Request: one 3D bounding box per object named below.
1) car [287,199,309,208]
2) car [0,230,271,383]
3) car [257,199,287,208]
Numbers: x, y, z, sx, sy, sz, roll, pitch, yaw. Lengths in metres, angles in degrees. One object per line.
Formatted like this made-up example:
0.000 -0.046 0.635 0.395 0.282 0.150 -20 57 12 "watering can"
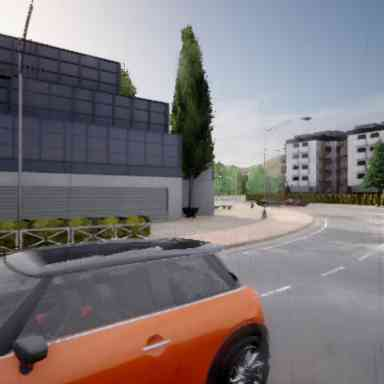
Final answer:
15.905 1.727 51.134 1.895 1.301 4.718 0 0 -17 "car"
-1.331 1.354 3.259 4.553 1.767 2.097 0 0 -38 "car"
12.088 1.718 51.626 1.895 1.301 4.718 0 0 -19 "car"
